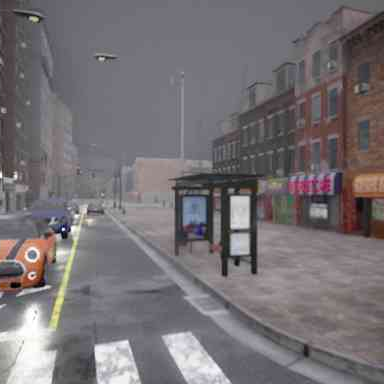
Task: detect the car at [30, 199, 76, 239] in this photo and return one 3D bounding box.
[{"bbox_3d":[-7.930,1.416,18.539,2.150,2.045,5.566,0,-1,-17],"label":"car"}]

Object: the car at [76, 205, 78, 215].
[{"bbox_3d":[-10.895,1.889,28.021,1.895,1.301,4.718,0,-1,-17],"label":"car"}]

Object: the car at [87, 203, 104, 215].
[{"bbox_3d":[-11.570,1.980,39.907,1.994,1.385,4.181,0,-1,-17],"label":"car"}]

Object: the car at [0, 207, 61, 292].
[{"bbox_3d":[-4.994,1.455,9.198,2.097,1.767,4.553,0,-1,-18],"label":"car"}]

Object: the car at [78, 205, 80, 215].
[{"bbox_3d":[-14.365,1.967,39.309,1.994,1.385,4.181,0,-1,-17],"label":"car"}]
